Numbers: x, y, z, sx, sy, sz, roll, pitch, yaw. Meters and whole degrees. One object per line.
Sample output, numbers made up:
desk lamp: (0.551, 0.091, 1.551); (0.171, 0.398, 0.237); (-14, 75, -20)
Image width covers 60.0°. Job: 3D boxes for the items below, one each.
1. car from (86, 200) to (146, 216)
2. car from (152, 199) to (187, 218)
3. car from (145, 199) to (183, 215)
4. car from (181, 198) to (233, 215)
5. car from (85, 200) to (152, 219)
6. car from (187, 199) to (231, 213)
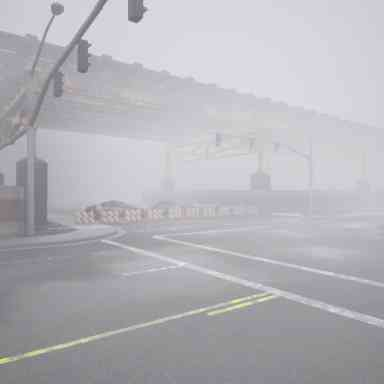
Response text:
car: (-6.239, 1.295, 27.619); (4.536, 1.218, 1.853); (0, 0, 8)
car: (-2.440, 1.453, 30.293); (2.038, 1.542, 4.974); (0, 0, 18)
car: (-2.424, 1.295, 30.343); (1.853, 1.218, 4.536); (0, 0, 18)
car: (1.475, 1.453, 34.049); (4.974, 1.542, 2.038); (0, 0, -7)
car: (-6.188, 1.453, 27.612); (4.974, 1.542, 2.038); (0, 0, 8)
car: (1.423, 1.295, 34.042); (4.536, 1.218, 1.853); (0, 0, -7)
